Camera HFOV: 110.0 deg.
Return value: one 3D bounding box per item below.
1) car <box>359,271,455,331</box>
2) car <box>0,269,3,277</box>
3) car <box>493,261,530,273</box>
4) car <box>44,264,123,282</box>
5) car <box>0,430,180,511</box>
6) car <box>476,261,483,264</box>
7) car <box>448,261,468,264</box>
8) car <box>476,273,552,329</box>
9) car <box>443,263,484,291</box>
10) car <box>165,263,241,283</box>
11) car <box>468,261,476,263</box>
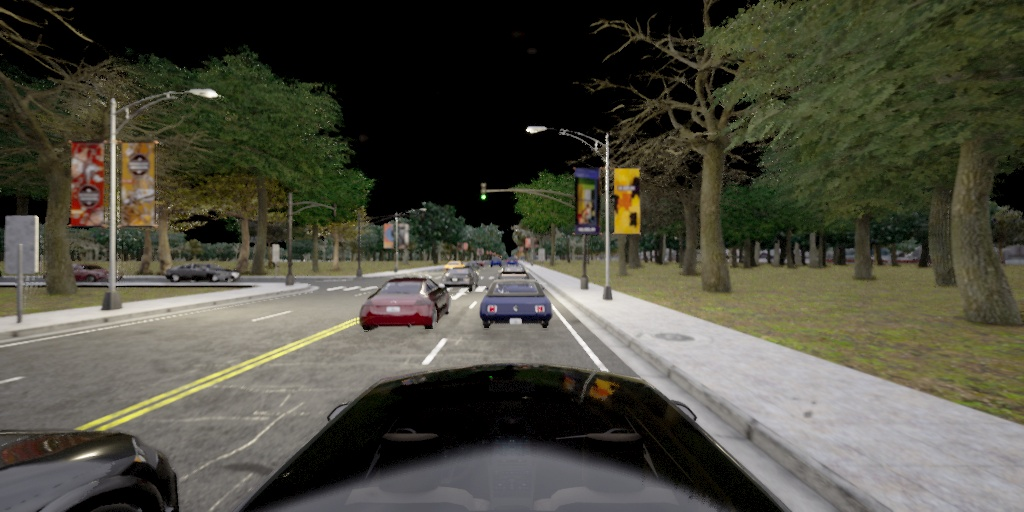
[{"bbox_3d":[-3.125,1.344,11.185,1.994,1.385,4.181,0,0,-2],"label":"car"},{"bbox_3d":[-42.631,1.011,27.250,5.566,2.045,2.150,0,0,0],"label":"car"},{"bbox_3d":[0.106,1.312,22.961,2.128,1.511,4.902,0,0,0],"label":"car"},{"bbox_3d":[-32.512,1.323,27.228,4.674,1.442,1.812,0,0,0],"label":"car"},{"bbox_3d":[-3.152,1.311,0.563,1.994,1.385,4.181,0,0,0],"label":"car"},{"bbox_3d":[-6.533,1.525,60.638,1.994,1.385,4.181,0,0,0],"label":"car"},{"bbox_3d":[-6.582,1.361,41.174,1.882,1.535,5.008,0,0,0],"label":"car"},{"bbox_3d":[0.103,1.382,11.339,1.895,1.301,4.718,0,0,0],"label":"car"},{"bbox_3d":[-3.142,1.365,22.235,2.033,1.411,5.357,0,0,0],"label":"car"},{"bbox_3d":[-23.374,1.300,27.219,4.902,1.511,2.128,0,0,0],"label":"car"},{"bbox_3d":[-6.567,1.520,50.581,1.895,1.301,4.718,0,0,0],"label":"car"}]
